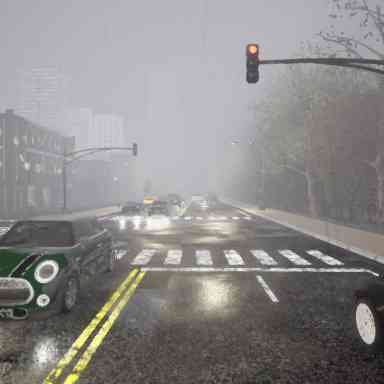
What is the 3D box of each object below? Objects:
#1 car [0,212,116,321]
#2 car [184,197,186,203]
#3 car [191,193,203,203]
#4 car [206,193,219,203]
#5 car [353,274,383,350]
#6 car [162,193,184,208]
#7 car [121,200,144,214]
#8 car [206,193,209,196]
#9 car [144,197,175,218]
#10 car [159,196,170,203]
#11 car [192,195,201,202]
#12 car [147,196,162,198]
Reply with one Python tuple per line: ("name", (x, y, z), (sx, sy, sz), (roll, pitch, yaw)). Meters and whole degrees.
("car", (-3.240, 1.350, 7.561), (2.097, 1.767, 4.553), (0, 0, 1))
("car", (-2.249, 1.522, 68.635), (2.033, 1.411, 5.357), (0, 0, 1))
("car", (1.071, 1.197, 66.094), (2.150, 2.045, 5.566), (0, 0, 1))
("car", (4.320, 1.480, 66.131), (1.837, 1.490, 4.892), (0, 0, 1))
("car", (3.393, 1.477, 3.176), (1.882, 1.535, 5.008), (0, 0, 1))
("car", (-2.651, 1.207, 47.612), (2.150, 2.045, 5.566), (0, 0, 1))
("car", (-6.093, 1.590, 35.216), (1.895, 1.301, 4.718), (0, 0, 1))
("car", (4.373, 1.195, 76.594), (2.150, 2.045, 5.566), (0, 0, 1))
("car", (-2.902, 1.496, 30.589), (1.837, 1.490, 4.892), (0, 0, 1))
("car", (-5.521, 1.481, 67.672), (1.837, 1.490, 4.892), (0, 0, 1))
("car", (1.124, 1.509, 76.718), (2.033, 1.411, 5.357), (0, 0, 1))
("car", (-5.896, 1.462, 47.795), (1.882, 1.535, 5.008), (0, 1, 1))
